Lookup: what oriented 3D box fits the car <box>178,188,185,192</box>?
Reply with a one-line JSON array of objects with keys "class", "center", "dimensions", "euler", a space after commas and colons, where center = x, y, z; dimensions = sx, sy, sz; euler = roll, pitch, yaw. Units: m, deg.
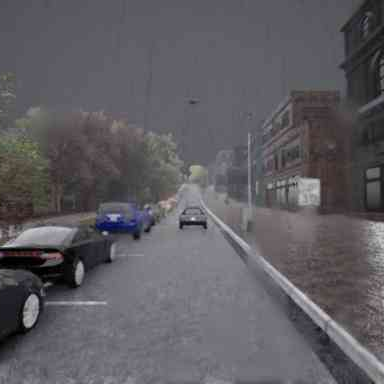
[{"class": "car", "center": [-3.736, 0.687, 90.434], "dimensions": [2.185, 1.767, 4.553], "euler": [0, 3, 2]}]

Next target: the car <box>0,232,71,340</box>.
[{"class": "car", "center": [-3.655, 1.564, 4.164], "dimensions": [2.231, 1.521, 4.892], "euler": [0, -1, 2]}]

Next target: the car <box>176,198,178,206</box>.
[{"class": "car", "center": [-3.696, 1.976, 49.299], "dimensions": [2.002, 1.452, 4.674], "euler": [0, 0, 2]}]

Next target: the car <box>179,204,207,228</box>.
[{"class": "car", "center": [0.078, 1.816, 24.492], "dimensions": [1.994, 1.385, 4.181], "euler": [0, -1, 0]}]

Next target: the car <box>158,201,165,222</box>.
[{"class": "car", "center": [-3.676, 1.631, 26.312], "dimensions": [2.185, 1.767, 4.553], "euler": [0, 0, 2]}]

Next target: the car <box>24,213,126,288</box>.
[{"class": "car", "center": [-3.660, 1.605, 9.705], "dimensions": [2.097, 1.535, 5.008], "euler": [0, -1, 2]}]

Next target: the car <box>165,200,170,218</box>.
[{"class": "car", "center": [-3.691, 1.863, 31.915], "dimensions": [2.163, 1.488, 4.792], "euler": [-1, 0, 2]}]

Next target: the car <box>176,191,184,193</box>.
[{"class": "car", "center": [-3.706, 1.349, 79.315], "dimensions": [2.231, 1.521, 4.892], "euler": [1, 3, 2]}]

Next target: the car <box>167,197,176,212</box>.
[{"class": "car", "center": [-3.683, 1.895, 43.162], "dimensions": [1.946, 1.575, 5.366], "euler": [0, 0, 2]}]

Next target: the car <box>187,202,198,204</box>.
[{"class": "car", "center": [0.062, 1.953, 41.632], "dimensions": [2.033, 1.411, 5.357], "euler": [0, -1, 0]}]

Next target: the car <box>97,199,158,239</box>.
[{"class": "car", "center": [-3.667, 1.426, 18.660], "dimensions": [2.435, 2.045, 5.566], "euler": [0, -1, 2]}]

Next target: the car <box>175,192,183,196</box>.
[{"class": "car", "center": [-3.697, 1.545, 73.579], "dimensions": [1.946, 1.575, 5.366], "euler": [1, 2, 2]}]

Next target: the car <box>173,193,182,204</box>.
[{"class": "car", "center": [-3.684, 1.710, 62.559], "dimensions": [2.185, 1.767, 4.553], "euler": [2, 1, 2]}]
